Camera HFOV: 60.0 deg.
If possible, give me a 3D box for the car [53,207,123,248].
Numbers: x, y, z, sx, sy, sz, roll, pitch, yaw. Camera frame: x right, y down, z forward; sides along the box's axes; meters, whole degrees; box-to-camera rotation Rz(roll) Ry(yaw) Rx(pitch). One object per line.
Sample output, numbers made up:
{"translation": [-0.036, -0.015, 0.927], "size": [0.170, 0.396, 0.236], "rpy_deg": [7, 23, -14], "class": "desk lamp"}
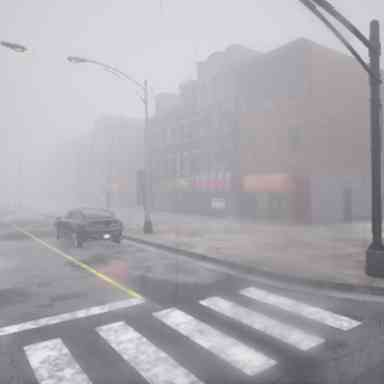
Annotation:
{"translation": [-4.683, 1.439, 14.678], "size": [1.837, 1.490, 4.892], "rpy_deg": [-1, 1, -36], "class": "car"}
